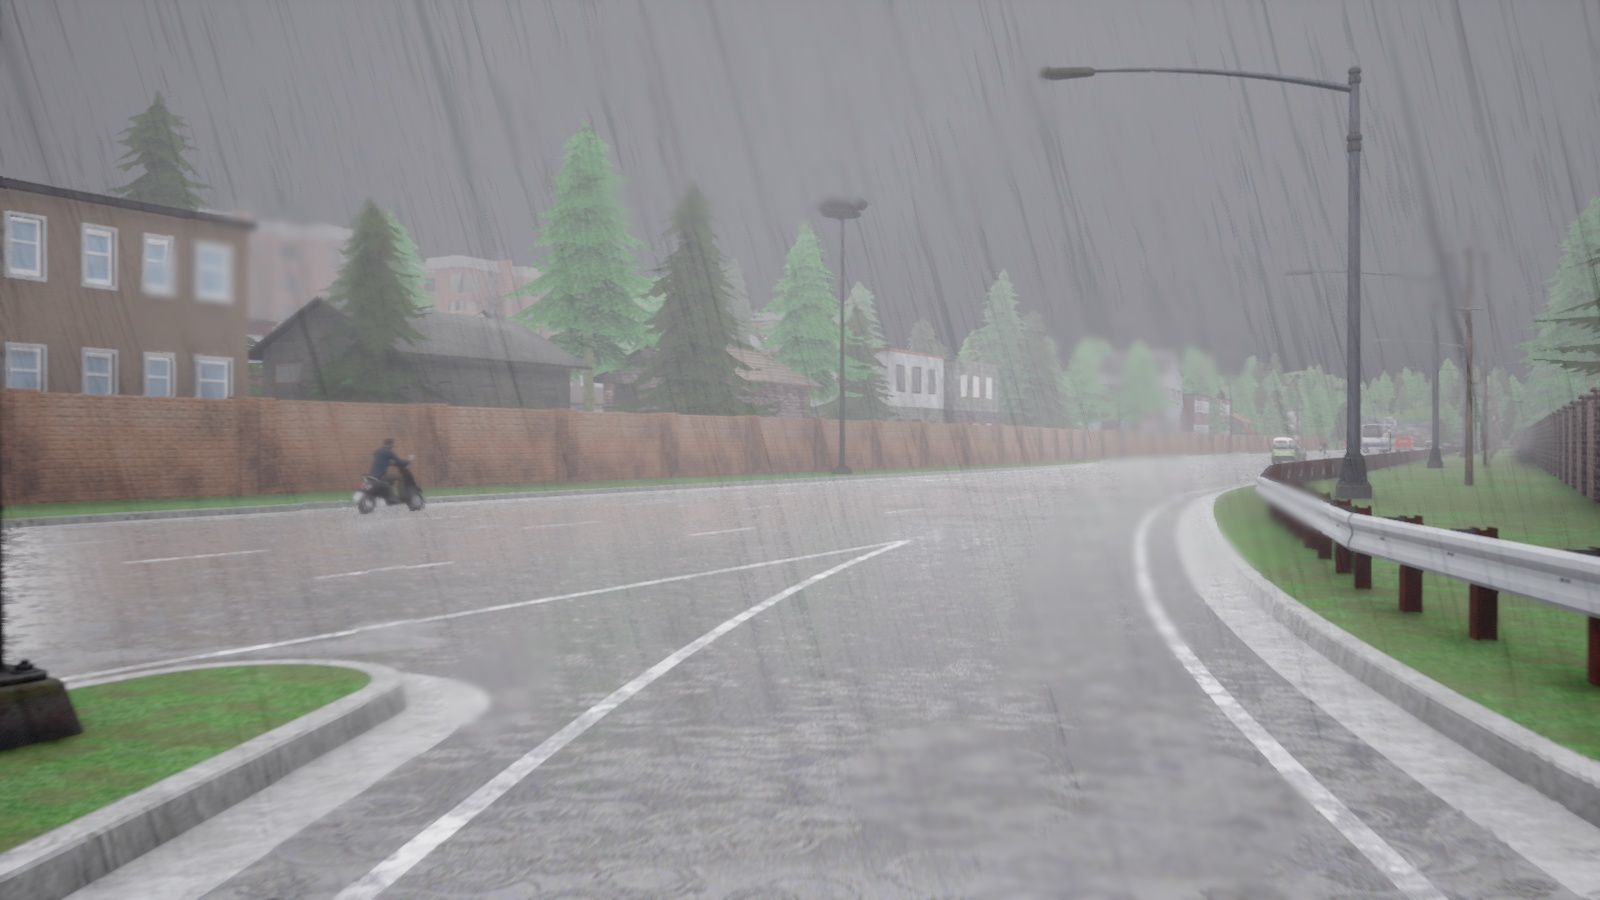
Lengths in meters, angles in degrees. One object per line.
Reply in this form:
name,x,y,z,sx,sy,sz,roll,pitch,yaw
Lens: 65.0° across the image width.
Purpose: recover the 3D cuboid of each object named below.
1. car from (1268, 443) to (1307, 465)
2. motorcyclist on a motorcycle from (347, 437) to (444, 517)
car,34.443,0.247,88.666,2.007,1.525,4.514,0,0,29
motorcyclist on a motorcycle,-8.427,0.538,26.243,0.866,1.590,1.817,0,0,29
